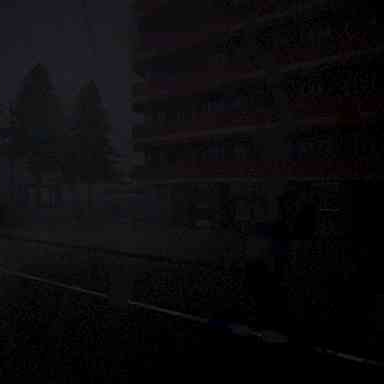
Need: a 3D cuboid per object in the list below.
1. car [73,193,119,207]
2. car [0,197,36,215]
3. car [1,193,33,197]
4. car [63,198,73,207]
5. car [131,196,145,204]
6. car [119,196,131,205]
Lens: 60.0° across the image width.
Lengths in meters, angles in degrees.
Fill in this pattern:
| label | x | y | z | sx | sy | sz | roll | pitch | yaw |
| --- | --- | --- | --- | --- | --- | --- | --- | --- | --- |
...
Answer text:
| label | x | y | z | sx | sy | sz | roll | pitch | yaw |
| --- | --- | --- | --- | --- | --- | --- | --- | --- | --- |
| car | -13.797 | 1.162 | 48.310 | 2.150 | 2.045 | 5.566 | 0 | 0 | 36 |
| car | -17.457 | 1.488 | 30.070 | 2.033 | 1.411 | 5.357 | 0 | 0 | 34 |
| car | -22.588 | 1.162 | 41.638 | 2.150 | 2.045 | 5.566 | 0 | 0 | 34 |
| car | -17.141 | 1.466 | 49.517 | 1.812 | 1.442 | 4.674 | 0 | 0 | 36 |
| car | -7.129 | 1.488 | 56.319 | 5.357 | 1.411 | 2.033 | 0 | 0 | -43 |
| car | -10.905 | 1.466 | 57.327 | 1.812 | 1.442 | 4.674 | 0 | 0 | 44 |
